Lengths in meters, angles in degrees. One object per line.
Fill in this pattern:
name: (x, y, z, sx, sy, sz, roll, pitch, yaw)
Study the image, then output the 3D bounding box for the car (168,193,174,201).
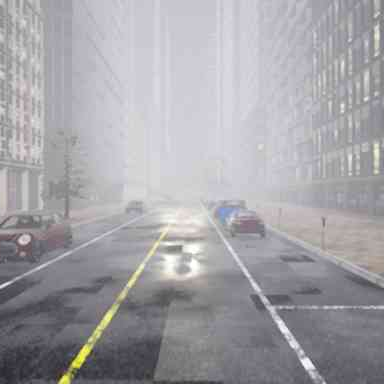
car: (-5.682, 1.170, 74.172, 2.192, 1.841, 5.009, 0, 0, 0)

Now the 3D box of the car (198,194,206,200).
car: (2.703, 1.358, 91.236, 2.008, 1.369, 4.403, 0, 0, 0)

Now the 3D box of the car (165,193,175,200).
car: (-5.680, 1.140, 85.556, 2.192, 1.841, 5.009, 0, 0, 0)

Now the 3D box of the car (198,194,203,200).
car: (2.698, 1.447, 62.774, 1.947, 1.339, 4.313, 0, 0, 0)

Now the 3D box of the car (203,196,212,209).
car: (2.694, 1.480, 40.006, 2.008, 1.369, 4.403, 0, 0, 0)

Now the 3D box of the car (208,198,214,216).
car: (2.692, 1.496, 28.621, 1.887, 1.381, 4.507, 0, 0, 0)

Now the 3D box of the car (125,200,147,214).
car: (-5.688, 1.508, 34.328, 1.947, 1.339, 4.313, 0, 0, 0)

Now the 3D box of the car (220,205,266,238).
car: (2.690, 1.554, 17.237, 1.802, 1.307, 4.206, 0, 0, 0)

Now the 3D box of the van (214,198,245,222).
van: (2.690, 1.303, 22.928, 1.690, 1.788, 3.998, 0, 0, 0)

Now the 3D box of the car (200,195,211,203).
car: (2.698, 1.419, 68.467, 2.008, 1.369, 4.403, 0, 0, 0)

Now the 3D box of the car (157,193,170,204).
car: (-5.683, 1.408, 62.619, 1.752, 1.417, 4.829, 0, 0, 0)

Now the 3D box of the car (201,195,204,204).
car: (2.695, 1.488, 51.392, 1.802, 1.307, 4.206, 0, 0, 0)

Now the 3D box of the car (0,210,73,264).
car: (-5.692, 1.423, 11.561, 1.967, 1.590, 4.097, 0, 0, 0)
